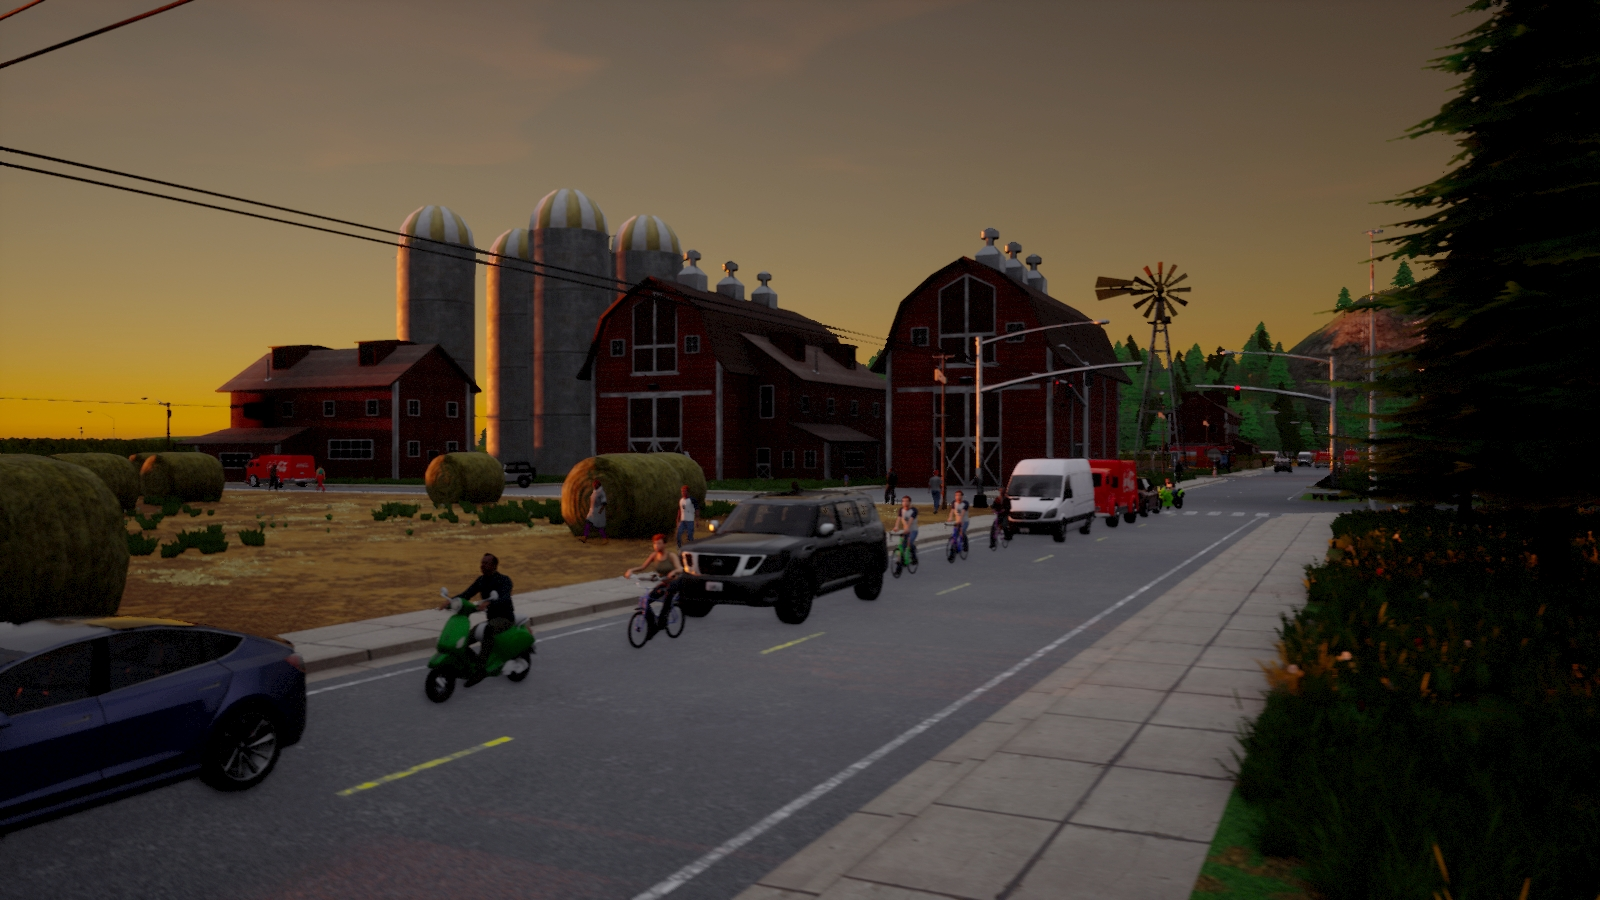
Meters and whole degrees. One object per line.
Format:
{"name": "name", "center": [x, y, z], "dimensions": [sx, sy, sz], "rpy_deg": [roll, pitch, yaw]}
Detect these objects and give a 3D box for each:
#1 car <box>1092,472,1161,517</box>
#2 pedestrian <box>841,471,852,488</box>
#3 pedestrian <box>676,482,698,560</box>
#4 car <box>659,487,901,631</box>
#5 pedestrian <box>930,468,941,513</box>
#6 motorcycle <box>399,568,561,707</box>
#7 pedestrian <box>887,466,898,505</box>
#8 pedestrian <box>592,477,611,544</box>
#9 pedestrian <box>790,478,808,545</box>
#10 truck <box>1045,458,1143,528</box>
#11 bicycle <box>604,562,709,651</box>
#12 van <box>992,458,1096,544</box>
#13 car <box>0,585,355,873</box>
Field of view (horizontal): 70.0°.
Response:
{"name": "car", "center": [14.325, 1.917, 49.975], "dimensions": [2.097, 1.767, 4.553], "rpy_deg": [0, 0, 26]}
{"name": "pedestrian", "center": [3.113, 1.962, 76.245], "dimensions": [0.500, 1.100, 0.500], "rpy_deg": [0, 0, 40]}
{"name": "pedestrian", "center": [-2.726, 1.703, 27.529], "dimensions": [0.375, 1.860, 0.375], "rpy_deg": [0, 0, 29]}
{"name": "car", "center": [-0.147, 1.789, 20.719], "dimensions": [2.150, 2.045, 5.566], "rpy_deg": [0, 0, 25]}
{"name": "pedestrian", "center": [5.647, 1.694, 47.629], "dimensions": [0.375, 1.860, 0.375], "rpy_deg": [0, 0, 24]}
{"name": "motorcycle", "center": [-3.728, 2.150, 13.485], "dimensions": [0.856, 1.316, 1.805], "rpy_deg": [0, 0, 26]}
{"name": "pedestrian", "center": [4.385, 1.694, 54.432], "dimensions": [0.375, 1.860, 0.375], "rpy_deg": [0, 0, -30]}
{"name": "pedestrian", "center": [-5.565, 1.694, 32.052], "dimensions": [0.375, 1.860, 0.375], "rpy_deg": [0, 0, 42]}
{"name": "pedestrian", "center": [-0.030, 1.708, 32.000], "dimensions": [0.375, 1.860, 0.375], "rpy_deg": [0, 0, 32]}
{"name": "truck", "center": [11.407, 1.581, 44.035], "dimensions": [2.627, 2.467, 5.204], "rpy_deg": [0, 0, 26]}
{"name": "bicycle", "center": [-2.096, 2.265, 16.809], "dimensions": [0.859, 1.080, 1.487], "rpy_deg": [0, 0, 26]}
{"name": "van", "center": [8.118, 1.546, 37.503], "dimensions": [1.988, 2.561, 5.915], "rpy_deg": [0, 0, 26]}
{"name": "car", "center": [-6.023, 2.067, 8.654], "dimensions": [2.163, 1.488, 4.792], "rpy_deg": [0, 0, 25]}
